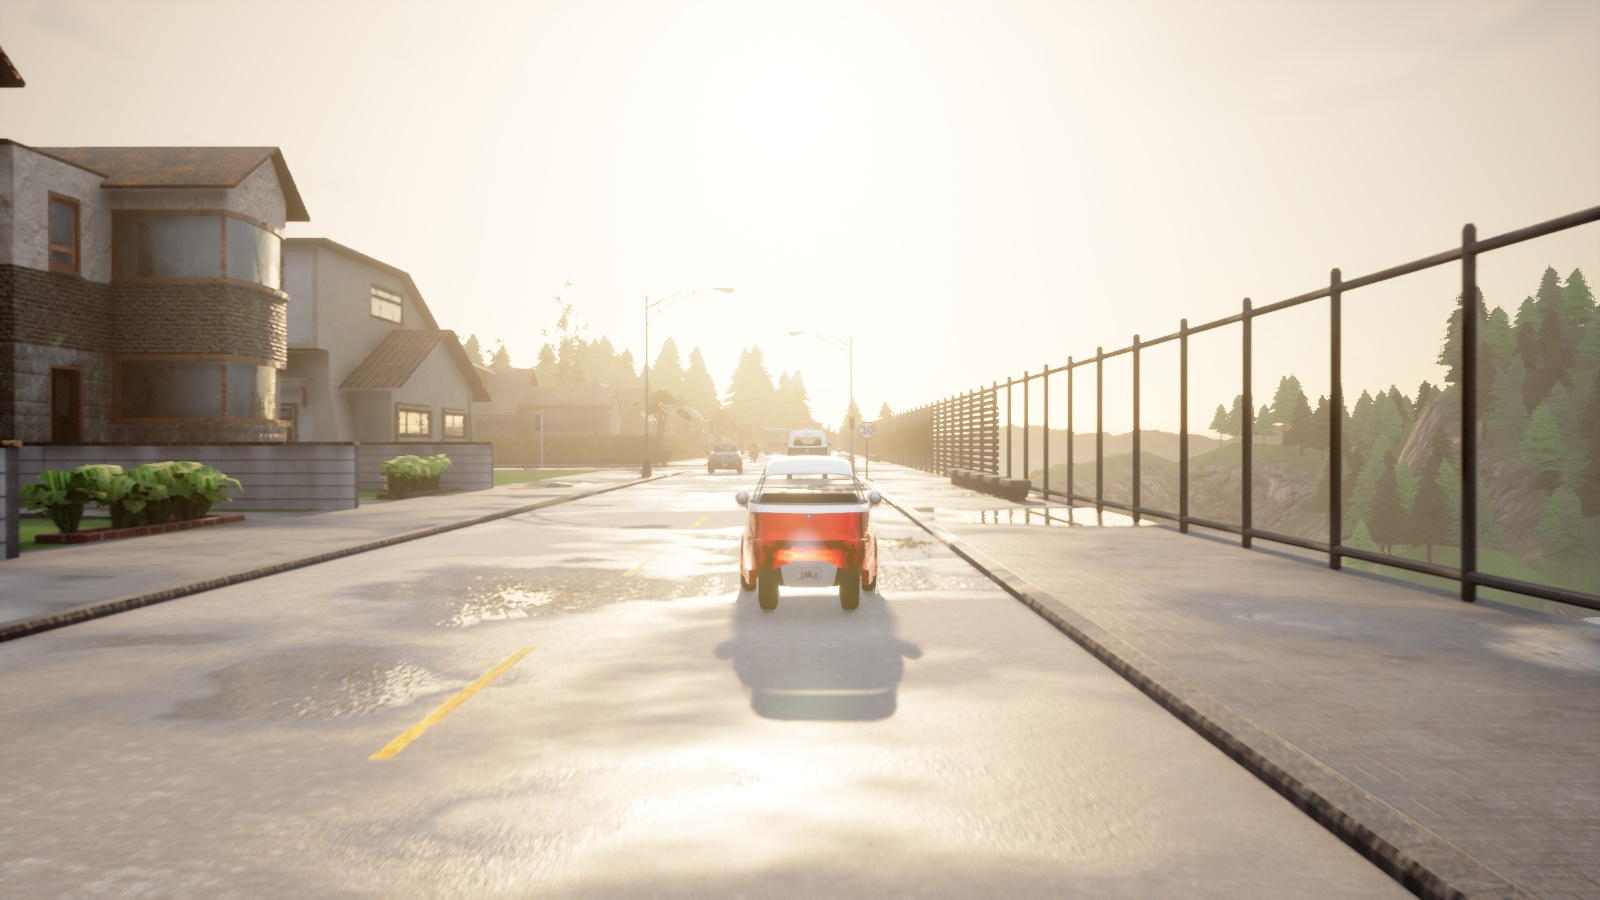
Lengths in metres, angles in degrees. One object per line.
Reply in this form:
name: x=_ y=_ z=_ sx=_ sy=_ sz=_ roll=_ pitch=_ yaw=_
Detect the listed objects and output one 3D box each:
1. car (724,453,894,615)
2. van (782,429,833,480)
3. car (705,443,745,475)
car: x=0.084 y=0.734 z=12.024 sx=1.481 sy=1.376 sz=2.207 roll=0 pitch=1 yaw=0
van: x=0.318 y=0.170 z=53.192 sx=2.069 sy=2.038 sz=4.480 roll=0 pitch=0 yaw=0
car: x=-3.638 y=0.412 z=61.368 sx=1.845 sy=1.501 sz=3.633 roll=0 pitch=0 yaw=-1
